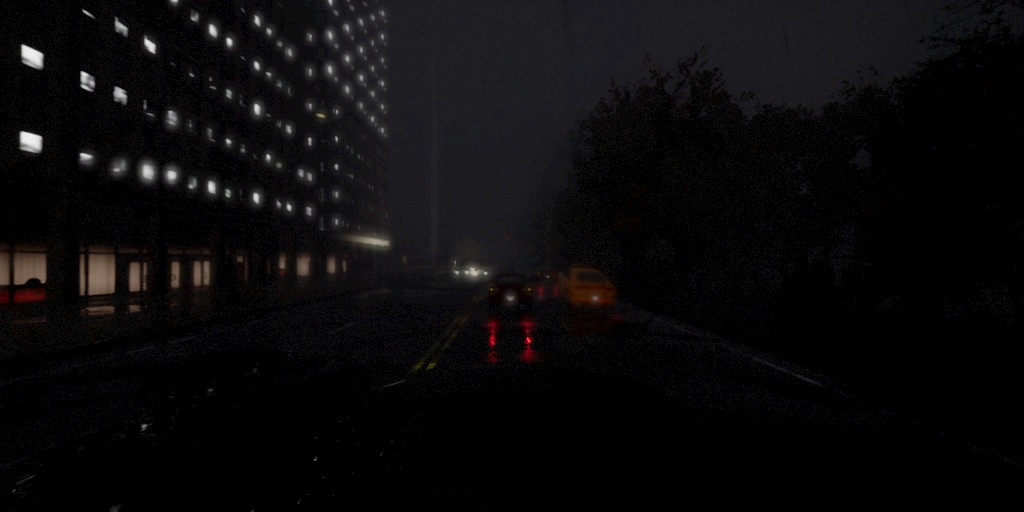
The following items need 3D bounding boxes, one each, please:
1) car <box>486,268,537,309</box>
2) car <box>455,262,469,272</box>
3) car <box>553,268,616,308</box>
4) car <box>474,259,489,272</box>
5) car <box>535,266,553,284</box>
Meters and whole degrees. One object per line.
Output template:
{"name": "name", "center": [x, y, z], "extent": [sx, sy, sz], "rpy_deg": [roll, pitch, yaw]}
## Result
{"name": "car", "center": [-0.071, 1.424, 15.789], "extent": [1.812, 1.442, 4.674], "rpy_deg": [0, 0, 0]}
{"name": "car", "center": [-8.423, 1.735, 61.096], "extent": [2.097, 1.767, 4.553], "rpy_deg": [0, -1, -3]}
{"name": "car", "center": [3.199, 1.262, 16.135], "extent": [1.882, 1.535, 5.008], "rpy_deg": [3, 5, 0]}
{"name": "car", "center": [-5.082, 1.585, 59.462], "extent": [2.150, 2.045, 5.566], "rpy_deg": [0, 0, -3]}
{"name": "car", "center": [2.815, 1.551, 30.939], "extent": [1.812, 1.442, 4.674], "rpy_deg": [-2, -2, -1]}
